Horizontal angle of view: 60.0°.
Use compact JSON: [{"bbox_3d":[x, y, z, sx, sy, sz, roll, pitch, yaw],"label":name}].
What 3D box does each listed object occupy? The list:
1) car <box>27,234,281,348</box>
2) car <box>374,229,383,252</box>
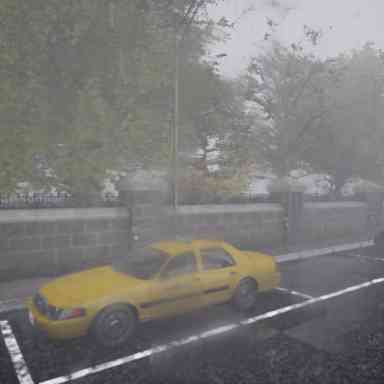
[{"bbox_3d":[-0.391,1.530,6.279,4.829,1.417,1.752,0,0,-36],"label":"car"},{"bbox_3d":[8.764,1.589,12.813,4.313,1.339,1.947,0,0,-36],"label":"car"}]
